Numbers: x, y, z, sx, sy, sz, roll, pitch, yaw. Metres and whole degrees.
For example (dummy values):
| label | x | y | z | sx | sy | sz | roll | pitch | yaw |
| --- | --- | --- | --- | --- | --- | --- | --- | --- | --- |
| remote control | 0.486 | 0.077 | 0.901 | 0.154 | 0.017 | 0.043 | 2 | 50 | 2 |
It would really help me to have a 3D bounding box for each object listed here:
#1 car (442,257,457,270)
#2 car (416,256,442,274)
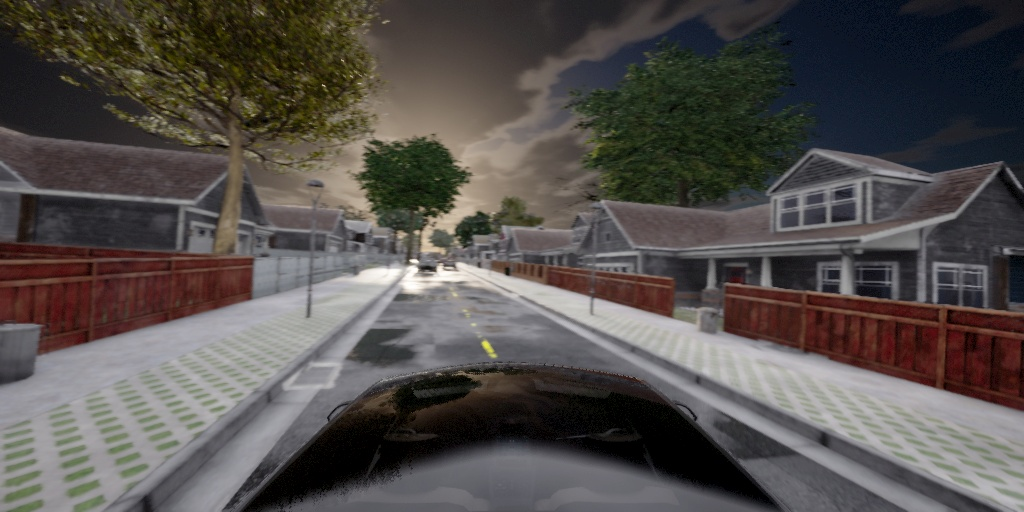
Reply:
| label | x | y | z | sx | sy | sz | roll | pitch | yaw |
| --- | --- | --- | --- | --- | --- | --- | --- | --- | --- |
| car | -8.889 | 1.065 | 50.858 | 2.128 | 1.511 | 4.902 | 3 | 0 | -13 |
| car | -8.647 | 0.849 | 36.765 | 2.097 | 1.767 | 4.553 | 3 | 0 | -13 |
